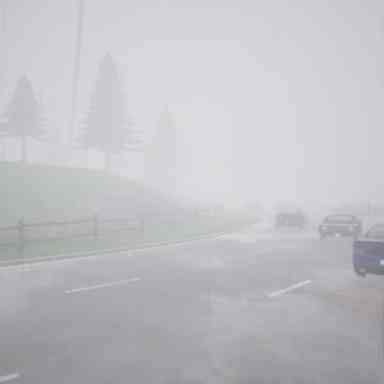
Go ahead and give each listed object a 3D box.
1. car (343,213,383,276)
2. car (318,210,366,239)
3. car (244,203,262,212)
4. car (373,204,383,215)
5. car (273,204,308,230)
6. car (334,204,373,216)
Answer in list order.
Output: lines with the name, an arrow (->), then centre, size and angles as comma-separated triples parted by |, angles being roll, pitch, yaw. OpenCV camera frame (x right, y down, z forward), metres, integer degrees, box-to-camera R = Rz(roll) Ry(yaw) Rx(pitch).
car -> 6.462, 1.632, 10.159 | 1.882, 1.535, 5.008 | -1, -1, 41
car -> 8.441, 1.904, 18.690 | 1.895, 1.301, 4.718 | -1, -1, 30
car -> 9.558, 2.434, 52.709 | 2.128, 1.511, 4.902 | 0, -1, -6
car -> 21.012, 2.116, 38.409 | 1.812, 1.442, 4.674 | 0, -1, 0
car -> 7.447, 1.901, 24.666 | 1.882, 1.535, 5.008 | 0, -1, 24
car -> 17.824, 2.147, 37.736 | 2.033, 1.411, 5.357 | 0, -1, 0
